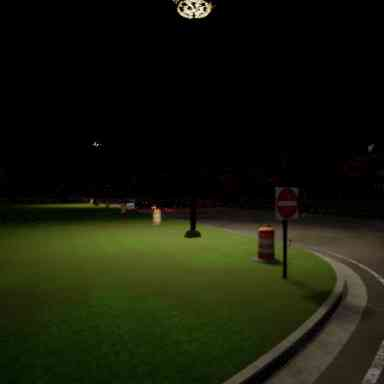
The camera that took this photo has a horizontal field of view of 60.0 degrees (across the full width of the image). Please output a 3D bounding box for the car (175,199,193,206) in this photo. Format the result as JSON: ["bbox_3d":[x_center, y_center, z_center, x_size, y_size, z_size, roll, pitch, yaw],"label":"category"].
[{"bbox_3d":[-1.565,2.049,64.460,1.895,1.301,4.718,0,0,-22],"label":"car"}]

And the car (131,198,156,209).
[{"bbox_3d":[-7.481,1.827,51.044,2.128,1.511,4.902,0,0,-21],"label":"car"}]

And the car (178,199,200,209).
[{"bbox_3d":[-1.080,1.867,53.896,2.128,1.511,4.902,0,0,-21],"label":"car"}]

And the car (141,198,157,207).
[{"bbox_3d":[-8.060,1.887,61.850,1.882,1.535,5.008,0,0,-22],"label":"car"}]

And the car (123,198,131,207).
[{"bbox_3d":[-11.313,1.882,60.558,2.128,1.511,4.902,0,0,-22],"label":"car"}]

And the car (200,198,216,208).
[{"bbox_3d":[2.171,1.746,55.198,2.097,1.767,4.553,0,0,-21],"label":"car"}]

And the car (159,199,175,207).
[{"bbox_3d":[-4.807,1.992,63.141,1.994,1.385,4.181,0,0,-22],"label":"car"}]

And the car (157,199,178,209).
[{"bbox_3d":[-4.174,1.858,52.196,1.837,1.490,4.892,0,0,-21],"label":"car"}]
